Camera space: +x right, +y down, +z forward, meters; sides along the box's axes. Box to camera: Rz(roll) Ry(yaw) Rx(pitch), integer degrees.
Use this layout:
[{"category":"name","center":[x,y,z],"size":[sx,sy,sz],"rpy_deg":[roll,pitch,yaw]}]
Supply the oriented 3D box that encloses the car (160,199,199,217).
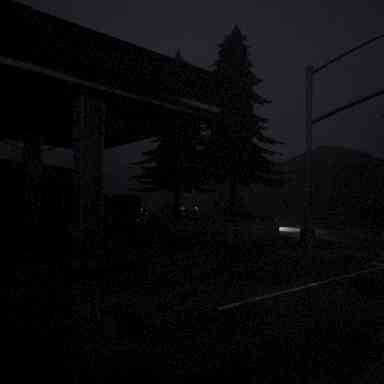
[{"category":"car","center":[-1.310,1.537,32.682],"size":[2.097,1.767,4.553],"rpy_deg":[1,0,-36]}]

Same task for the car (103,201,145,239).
[{"category":"car","center":[-4.506,1.445,18.311],"size":[1.905,1.878,3.866],"rpy_deg":[1,0,-36]}]

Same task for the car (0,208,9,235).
[{"category":"car","center":[-11.637,1.520,18.491],"size":[2.242,1.667,4.611],"rpy_deg":[1,0,-36]}]

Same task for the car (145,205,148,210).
[{"category":"car","center":[-7.462,1.661,41.344],"size":[2.033,1.411,5.357],"rpy_deg":[1,0,-35]}]

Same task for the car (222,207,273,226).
[{"category":"car","center":[4.111,1.813,25.044],"size":[1.994,1.385,4.181],"rpy_deg":[1,0,-35]}]
